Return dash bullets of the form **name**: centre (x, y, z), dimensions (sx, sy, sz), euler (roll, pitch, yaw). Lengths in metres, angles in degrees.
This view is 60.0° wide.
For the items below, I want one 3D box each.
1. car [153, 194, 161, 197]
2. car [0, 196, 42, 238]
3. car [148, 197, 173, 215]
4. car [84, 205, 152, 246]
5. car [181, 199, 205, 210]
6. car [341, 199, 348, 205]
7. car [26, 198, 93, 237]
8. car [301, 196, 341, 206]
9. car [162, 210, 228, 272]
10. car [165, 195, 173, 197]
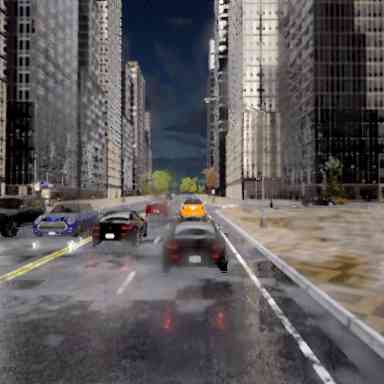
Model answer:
- **car**: centre (-9.759, 1.385, 93.721), dimensions (2.097, 1.767, 4.553), euler (0, 0, 0)
- **car**: centre (-9.852, 1.229, 18.029), dimensions (2.150, 2.045, 5.566), euler (0, 0, 0)
- **car**: centre (-3.159, 1.489, 31.169), dimensions (1.882, 1.535, 5.008), euler (0, 0, 0)
- **car**: centre (-3.158, 1.531, 15.099), dimensions (1.812, 1.442, 4.674), euler (0, 0, 0)
- **car**: centre (0.088, 1.362, 29.288), dimensions (2.097, 1.767, 4.553), euler (0, 0, 0)
- **car**: centre (21.957, 1.358, 52.386), dimensions (4.829, 1.417, 1.752), euler (-1, 0, -1)
- **car**: centre (-6.598, 1.357, 17.875), dimensions (2.097, 1.767, 4.553), euler (0, 0, 0)
- **car**: centre (16.677, 1.296, 43.937), dimensions (4.403, 1.369, 2.008), euler (-1, 0, -1)
- **car**: centre (0.084, 1.529, 10.688), dimensions (1.812, 1.442, 4.674), euler (0, 0, 0)
- **car**: centre (-6.509, 1.530, 93.691), dimensions (1.837, 1.490, 4.892), euler (0, 0, 0)
